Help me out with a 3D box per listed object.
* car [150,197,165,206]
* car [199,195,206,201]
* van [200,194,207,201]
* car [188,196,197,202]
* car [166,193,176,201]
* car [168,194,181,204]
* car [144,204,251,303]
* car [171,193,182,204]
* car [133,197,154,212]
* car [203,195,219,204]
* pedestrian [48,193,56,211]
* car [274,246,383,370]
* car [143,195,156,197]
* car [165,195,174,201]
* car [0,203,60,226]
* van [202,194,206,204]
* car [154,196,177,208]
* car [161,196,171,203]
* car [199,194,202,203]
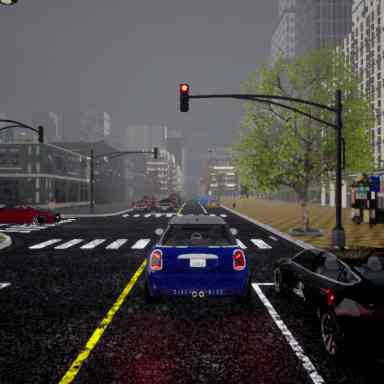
[{"bbox_3d":[-5.614,1.555,54.844,2.008,1.369,4.403,0,0,0],"label":"car"},{"bbox_3d":[2.812,1.534,88.311,1.752,1.417,4.829,0,0,0],"label":"car"},{"bbox_3d":[2.805,1.349,82.590,1.690,1.788,3.998,0,0,0],"label":"van"},{"bbox_3d":[0.106,1.547,79.206,2.033,1.411,5.357,0,0,0],"label":"car"},{"bbox_3d":[-5.568,1.324,88.150,2.192,1.841,5.009,0,0,0],"label":"car"},{"bbox_3d":[-3.033,1.481,48.511,1.882,1.535,5.008,0,0,0],"label":"car"},{"bbox_3d":[0.111,1.352,8.372,2.097,1.767,4.553,0,0,0],"label":"car"},{"bbox_3d":[-2.992,1.226,59.008,2.150,2.045,5.566,0,0,1],"label":"car"},{"bbox_3d":[-5.636,1.584,38.191,1.802,1.307,4.206,0,0,0],"label":"car"},{"bbox_3d":[2.752,1.528,43.903,1.752,1.417,4.829,0,0,0],"label":"car"},{"bbox_3d":[-12.710,1.039,30.205,0.375,1.860,0.375,0,-1,-1],"label":"pedestrian"},{"bbox_3d":[2.701,1.566,5.704,1.947,1.339,4.313,0,0,0],"label":"car"},{"bbox_3d":[-5.628,1.318,43.742,2.192,1.841,5.009,0,0,0],"label":"car"},{"bbox_3d":[-5.577,1.559,82.599,2.008,1.369,4.403,0,0,0],"label":"car"},{"bbox_3d":[-10.925,1.458,21.899,4.181,1.385,1.994,1,0,-7],"label":"car"},{"bbox_3d":[2.760,1.345,49.284,1.690,1.788,3.998,0,0,0],"label":"van"},{"bbox_3d":[-3.041,1.528,38.477,1.812,1.442,4.674,0,0,-2],"label":"car"},{"bbox_3d":[-5.592,1.532,71.327,1.752,1.417,4.829,0,0,0],"label":"car"},{"bbox_3d":[2.774,1.556,60.386,2.008,1.369,4.403,0,0,0],"label":"car"}]
